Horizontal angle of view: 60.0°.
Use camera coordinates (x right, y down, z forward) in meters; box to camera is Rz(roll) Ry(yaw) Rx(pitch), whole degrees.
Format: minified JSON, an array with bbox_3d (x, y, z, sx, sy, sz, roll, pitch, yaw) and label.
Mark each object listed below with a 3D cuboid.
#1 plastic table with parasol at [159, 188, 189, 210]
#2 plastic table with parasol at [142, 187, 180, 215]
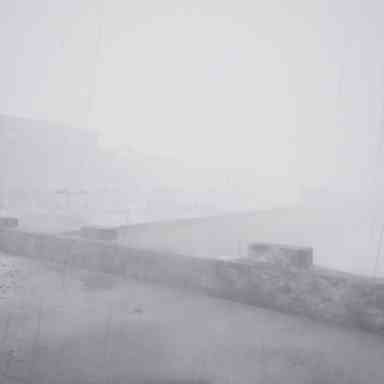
[{"bbox_3d":[-2.074,0.762,38.527,2.482,2.480,2.482,0,0,36],"label":"plastic table with parasol"},{"bbox_3d":[-2.854,0.788,30.840,2.482,2.480,2.482,0,0,36],"label":"plastic table with parasol"}]
